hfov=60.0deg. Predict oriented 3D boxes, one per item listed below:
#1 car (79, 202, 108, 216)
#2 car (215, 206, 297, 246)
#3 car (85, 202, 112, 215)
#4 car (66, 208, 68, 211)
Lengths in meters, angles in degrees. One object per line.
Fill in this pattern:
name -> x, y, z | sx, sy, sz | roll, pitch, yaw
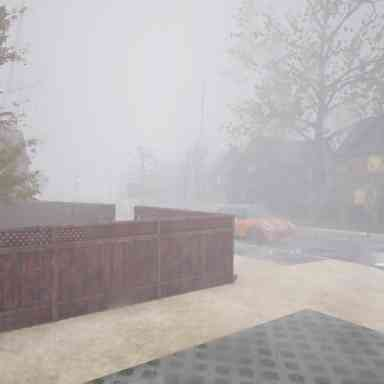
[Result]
car -> -10.599, 1.865, 35.224 | 1.882, 1.535, 5.008 | 2, -2, -35
car -> 2.754, 1.478, 16.010 | 2.097, 1.767, 4.553 | 2, -2, -35
car -> -11.943, 2.066, 42.204 | 1.812, 1.442, 4.674 | 2, -2, -34
car -> -17.620, 2.267, 50.271 | 1.895, 1.301, 4.718 | 2, -2, -35
